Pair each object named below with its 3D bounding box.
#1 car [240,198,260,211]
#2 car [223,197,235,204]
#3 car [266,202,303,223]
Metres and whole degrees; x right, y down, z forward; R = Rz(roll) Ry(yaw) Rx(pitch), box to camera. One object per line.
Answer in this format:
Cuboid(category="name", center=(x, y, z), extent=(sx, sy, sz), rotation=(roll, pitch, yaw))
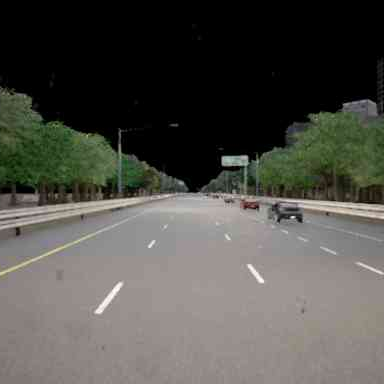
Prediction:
Cuboid(category="car", center=(7.094, 1.504, 41.263), extent=(1.882, 1.535, 5.008), rotation=(0, 0, 0))
Cuboid(category="car", center=(7.233, 1.604, 65.222), extent=(1.895, 1.301, 4.718), rotation=(0, 0, 0))
Cuboid(category="car", center=(7.037, 1.512, 25.599), extent=(1.837, 1.490, 4.892), rotation=(0, 0, 0))
